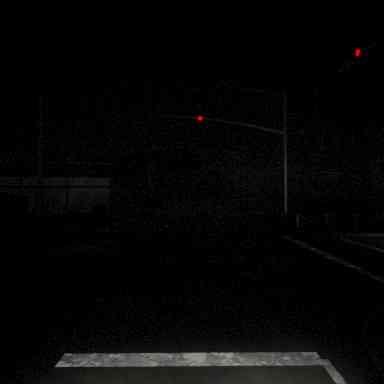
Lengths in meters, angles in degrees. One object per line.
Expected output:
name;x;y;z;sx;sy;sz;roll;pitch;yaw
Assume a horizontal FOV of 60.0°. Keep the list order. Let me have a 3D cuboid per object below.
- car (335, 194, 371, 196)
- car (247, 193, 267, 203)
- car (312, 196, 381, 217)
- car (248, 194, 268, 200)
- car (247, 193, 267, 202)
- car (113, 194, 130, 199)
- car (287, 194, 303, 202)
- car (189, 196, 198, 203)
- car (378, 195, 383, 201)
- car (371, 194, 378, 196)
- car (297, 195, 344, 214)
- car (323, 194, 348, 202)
car;20.657;1.319;43.305;3.633;1.501;1.845;0;0;0
car;12.859;1.361;65.692;3.806;1.475;1.970;0;0;0
car;13.084;1.339;28.298;4.514;1.523;2.007;0;0;0
car;18.146;1.333;91.646;4.902;1.511;2.128;0;0;0
car;13.459;1.077;69.018;3.866;1.878;1.905;0;0;0
car;-19.389;1.332;91.627;4.674;1.442;1.812;0;0;0
car;21.338;1.097;65.757;4.605;1.855;1.932;0;0;0
car;0.282;1.547;69.721;2.033;1.411;5.357;0;0;0
car;38.731;1.153;62.675;5.027;1.636;2.152;0;0;0
car;38.387;1.232;69.091;3.806;1.475;1.970;0;0;0
car;13.021;1.330;31.435;5.027;1.636;2.152;0;0;0
car;31.326;1.298;72.731;4.514;1.523;2.007;0;0;0
